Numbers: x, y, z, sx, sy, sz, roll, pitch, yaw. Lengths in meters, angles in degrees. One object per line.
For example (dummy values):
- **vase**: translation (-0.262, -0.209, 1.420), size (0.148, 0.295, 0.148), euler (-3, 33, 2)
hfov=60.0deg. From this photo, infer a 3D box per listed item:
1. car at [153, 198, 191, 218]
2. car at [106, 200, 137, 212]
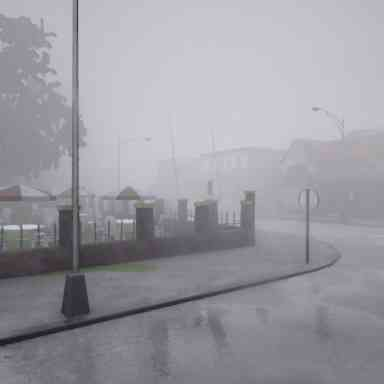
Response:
- **car**: translation (-1.994, 1.352, 30.229), size (2.097, 1.767, 4.553), euler (0, 0, -36)
- **car**: translation (-8.197, 1.221, 38.926), size (2.150, 2.045, 5.566), euler (0, 0, -35)
